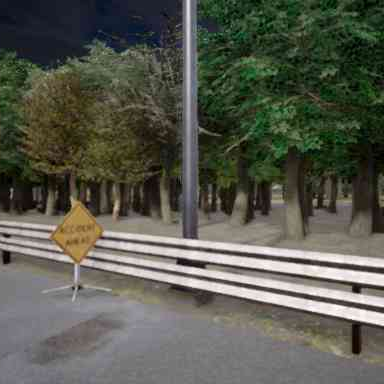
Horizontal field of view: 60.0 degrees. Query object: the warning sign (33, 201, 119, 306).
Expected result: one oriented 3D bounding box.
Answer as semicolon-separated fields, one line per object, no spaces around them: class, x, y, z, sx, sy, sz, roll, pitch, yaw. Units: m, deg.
warning sign;-2.360;1.130;6.866;1.060;1.860;1.300;0;0;36
